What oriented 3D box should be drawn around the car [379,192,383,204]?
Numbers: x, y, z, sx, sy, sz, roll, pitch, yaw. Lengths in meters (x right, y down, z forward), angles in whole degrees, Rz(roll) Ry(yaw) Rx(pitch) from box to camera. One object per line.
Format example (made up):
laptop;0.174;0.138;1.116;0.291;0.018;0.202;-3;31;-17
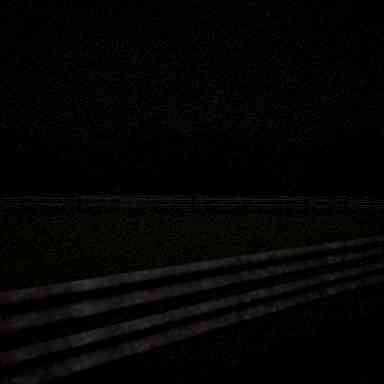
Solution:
car;23.329;0.991;36.134;5.566;2.045;2.150;0;0;-2
